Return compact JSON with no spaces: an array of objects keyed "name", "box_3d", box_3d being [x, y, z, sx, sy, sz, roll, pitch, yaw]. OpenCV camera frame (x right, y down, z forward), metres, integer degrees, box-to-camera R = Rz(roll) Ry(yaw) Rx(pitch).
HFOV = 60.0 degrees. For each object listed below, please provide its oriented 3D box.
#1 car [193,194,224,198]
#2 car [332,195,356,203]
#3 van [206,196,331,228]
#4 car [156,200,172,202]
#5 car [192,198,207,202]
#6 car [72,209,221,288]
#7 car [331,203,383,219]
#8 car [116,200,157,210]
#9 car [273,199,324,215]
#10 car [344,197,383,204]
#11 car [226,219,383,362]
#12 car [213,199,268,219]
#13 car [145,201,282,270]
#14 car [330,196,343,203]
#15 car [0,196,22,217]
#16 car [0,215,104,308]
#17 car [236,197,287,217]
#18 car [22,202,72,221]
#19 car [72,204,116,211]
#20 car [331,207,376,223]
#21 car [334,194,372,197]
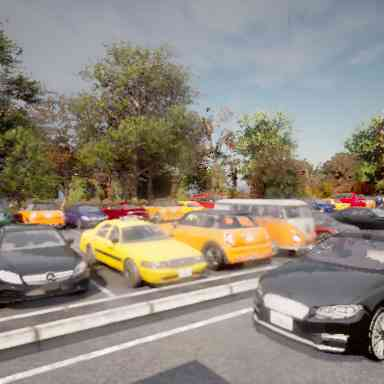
[{"name":"car","box_3d":[2.034,1.245,28.601,2.435,2.045,5.566,0,0,-35]},{"name":"car","box_3d":[15.461,1.460,38.337,1.946,1.575,5.366,0,0,-35]},{"name":"van","box_3d":[2.766,1.285,13.000,1.878,1.987,4.442,0,0,-35]},{"name":"car","box_3d":[-2.516,1.380,25.385,2.185,1.767,4.553,0,0,-35]},{"name":"car","box_3d":[-0.262,1.501,27.021,2.097,1.535,5.008,0,0,-35]},{"name":"car","box_3d":[-1.691,1.512,9.771,1.946,1.575,5.366,0,0,-35]},{"name":"car","box_3d":[9.571,1.539,17.948,2.002,1.452,4.674,0,0,-35]},{"name":"car","box_3d":[-4.806,1.508,23.801,2.097,1.535,5.008,0,0,-35]},{"name":"car","box_3d":[11.136,1.505,35.021,2.163,1.488,4.792,0,0,-35]},{"name":"car","box_3d":[11.864,1.369,19.525,2.185,1.767,4.553,0,0,-35]},{"name":"car","box_3d":[3.214,1.488,5.974,4.902,1.511,2.128,0,0,-35]},{"name":"car","box_3d":[4.289,1.494,30.234,2.231,1.521,4.892,0,0,-35]},{"name":"car","box_3d":[0.494,1.387,11.501,2.185,1.767,4.553,0,0,-35]},{"name":"car","box_3d":[13.392,1.469,36.657,2.097,1.535,5.008,0,0,-35]},{"name":"car","box_3d":[-11.619,1.265,18.966,2.435,2.045,5.566,0,0,-35]},{"name":"car","box_3d":[-4.073,1.558,8.320,2.002,1.452,4.674,0,0,-35]},{"name":"car","box_3d":[6.550,1.361,31.860,2.185,1.767,4.553,0,0,-35]},{"name":"car","box_3d":[-9.342,1.388,20.569,2.185,1.767,4.553,0,0,-35]},{"name":"car","box_3d":[-7.086,1.551,22.202,2.002,1.452,4.674,0,0,-35]},{"name":"car","box_3d":[5.041,1.536,14.713,2.163,1.488,4.792,0,0,-35]},{"name":"car","box_3d":[17.827,1.205,39.814,2.435,2.045,5.566,0,0,-35]}]
